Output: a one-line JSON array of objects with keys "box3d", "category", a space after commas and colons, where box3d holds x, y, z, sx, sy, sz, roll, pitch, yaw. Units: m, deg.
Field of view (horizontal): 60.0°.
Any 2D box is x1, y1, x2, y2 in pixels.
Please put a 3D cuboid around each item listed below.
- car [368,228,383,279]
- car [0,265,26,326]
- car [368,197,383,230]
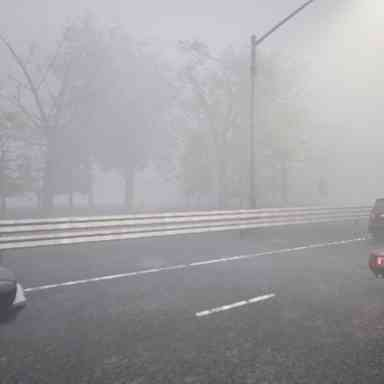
[{"box3d": [6.492, 1.600, 8.266, 4.718, 1.301, 1.895, 0, 0, -35], "category": "car"}, {"box3d": [-4.929, 1.598, 4.515, 4.718, 1.301, 1.895, 0, 0, -36], "category": "car"}, {"box3d": [10.263, 1.221, 15.095, 5.566, 2.045, 2.150, 0, 0, -34], "category": "car"}]
